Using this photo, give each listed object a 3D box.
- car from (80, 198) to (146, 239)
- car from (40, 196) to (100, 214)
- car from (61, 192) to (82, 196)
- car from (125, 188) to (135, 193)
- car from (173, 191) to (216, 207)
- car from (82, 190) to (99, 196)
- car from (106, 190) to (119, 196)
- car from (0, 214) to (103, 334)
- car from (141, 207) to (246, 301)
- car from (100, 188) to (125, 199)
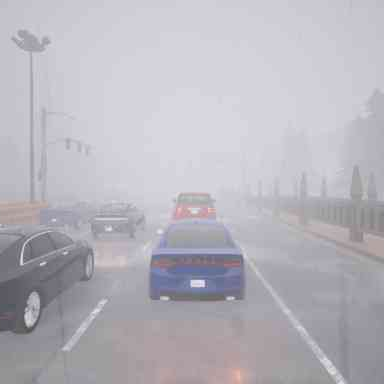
[{"bbox_3d":[-3.379,1.279,15.976,2.128,1.511,4.902,0,1,0],"label":"car"},{"bbox_3d":[-6.869,1.219,19.059,1.882,1.535,5.008,0,1,0],"label":"car"},{"bbox_3d":[-20.902,0.697,56.609,1.812,1.442,4.674,0,1,1],"label":"car"},{"bbox_3d":[-13.783,0.214,68.674,2.150,2.045,5.566,0,1,0],"label":"car"},{"bbox_3d":[0.124,0.978,18.059,2.150,2.045,5.566,0,1,0],"label":"car"},{"bbox_3d":[-20.793,0.377,66.263,2.097,1.767,4.553,0,1,0],"label":"car"},{"bbox_3d":[-20.714,0.250,87.092,2.033,1.411,5.357,0,1,0],"label":"car"},{"bbox_3d":[-3.401,1.435,6.603,1.837,1.490,4.892,0,1,0],"label":"car"},{"bbox_3d":[0.101,1.383,8.189,1.882,1.535,5.008,0,1,0],"label":"car"},{"bbox_3d":[-13.900,0.367,58.352,2.150,2.045,5.566,0,1,0],"label":"car"}]
